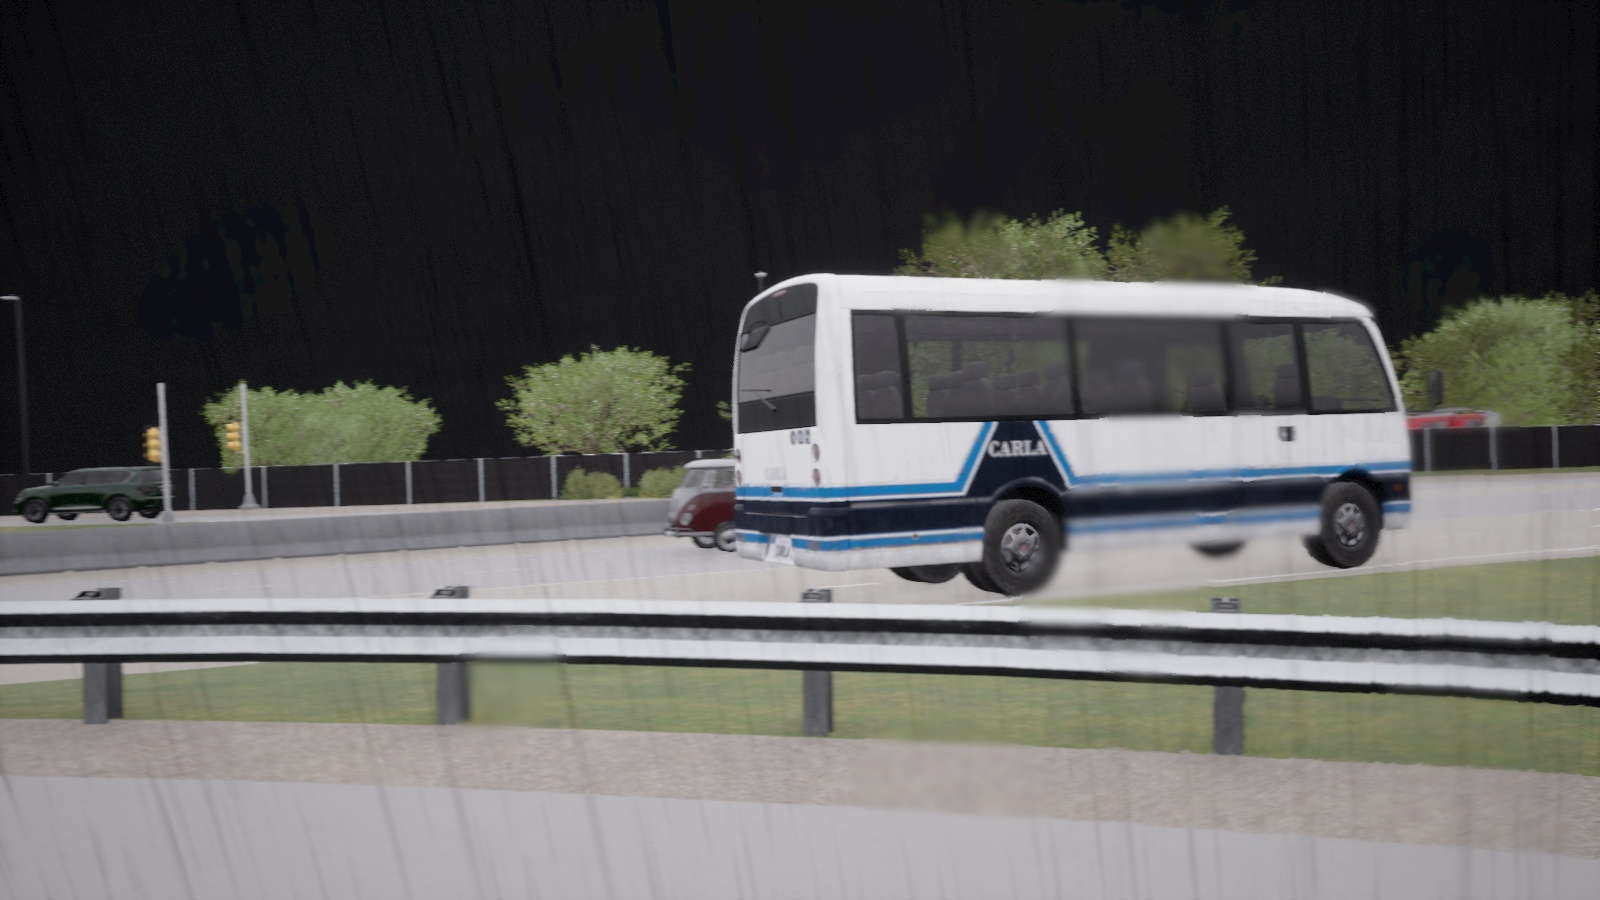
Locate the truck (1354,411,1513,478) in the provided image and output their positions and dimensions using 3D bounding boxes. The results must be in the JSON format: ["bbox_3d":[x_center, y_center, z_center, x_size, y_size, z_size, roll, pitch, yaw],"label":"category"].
[{"bbox_3d":[40.496,-0.274,80.547,2.891,3.827,8.468,-1,-2,-44],"label":"truck"}]

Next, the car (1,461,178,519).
[{"bbox_3d":[-26.987,1.497,47.836,5.566,2.045,2.150,-1,0,3],"label":"car"}]

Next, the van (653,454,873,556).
[{"bbox_3d":[-0.817,1.153,27.608,4.442,1.987,1.775,-1,-1,-23],"label":"van"}]

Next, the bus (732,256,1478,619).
[{"bbox_3d":[4.559,-0.217,18.522,10.273,4.253,3.944,-1,-1,-23],"label":"bus"}]
